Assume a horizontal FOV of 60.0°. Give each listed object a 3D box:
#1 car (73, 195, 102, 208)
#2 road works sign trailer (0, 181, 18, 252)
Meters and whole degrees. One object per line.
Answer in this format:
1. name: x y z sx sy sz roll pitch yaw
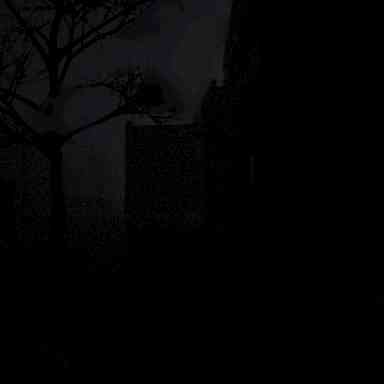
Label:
1. car: -16.574 1.475 53.138 2.150 2.045 5.566 1 -1 18
2. road works sign trailer: -7.743 0.942 10.855 3.560 2.380 2.880 -4 2 -9
